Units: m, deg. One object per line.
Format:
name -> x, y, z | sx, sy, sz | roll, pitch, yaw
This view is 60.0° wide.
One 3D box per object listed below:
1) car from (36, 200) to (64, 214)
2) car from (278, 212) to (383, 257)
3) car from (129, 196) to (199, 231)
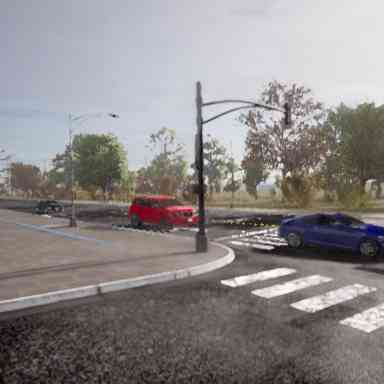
car -> -16.072, 1.633, 37.480 | 1.837, 1.490, 4.892 | -2, 2, -41
car -> 5.691, 1.535, 13.200 | 1.812, 1.442, 4.674 | -2, 1, -43
car -> -1.961, 1.290, 21.552 | 2.150, 2.045, 5.566 | -2, 1, -42
